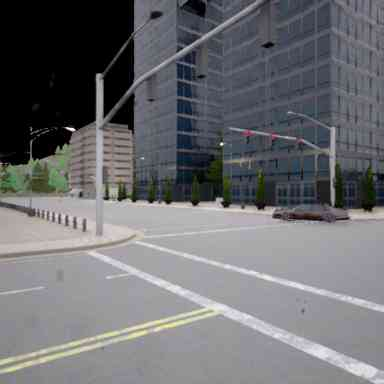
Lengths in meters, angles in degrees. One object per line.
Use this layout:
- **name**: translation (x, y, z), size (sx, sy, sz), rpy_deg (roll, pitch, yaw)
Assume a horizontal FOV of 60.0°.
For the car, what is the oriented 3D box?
- **car**: translation (8.822, 1.539, 24.690), size (5.357, 1.411, 2.033), rpy_deg (0, 1, 22)
